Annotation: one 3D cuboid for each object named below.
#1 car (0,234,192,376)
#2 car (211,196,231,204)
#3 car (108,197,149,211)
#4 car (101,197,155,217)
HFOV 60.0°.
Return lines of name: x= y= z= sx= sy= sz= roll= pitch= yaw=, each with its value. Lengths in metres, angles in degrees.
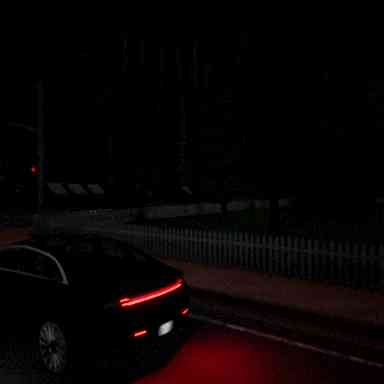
car: x=-2.293 y=1.474 z=5.570 sx=4.902 sy=1.511 sz=2.128 roll=0 pitch=0 yaw=36
car: x=5.053 y=1.460 z=57.997 sx=1.994 sy=1.385 sz=4.181 roll=0 pitch=0 yaw=34
car: x=-7.484 y=1.402 z=39.534 sx=1.837 sy=1.490 sz=4.892 roll=0 pitch=0 yaw=34
car: x=-5.583 y=1.471 z=29.644 sx=2.033 sy=1.411 sz=5.357 roll=0 pitch=0 yaw=35
